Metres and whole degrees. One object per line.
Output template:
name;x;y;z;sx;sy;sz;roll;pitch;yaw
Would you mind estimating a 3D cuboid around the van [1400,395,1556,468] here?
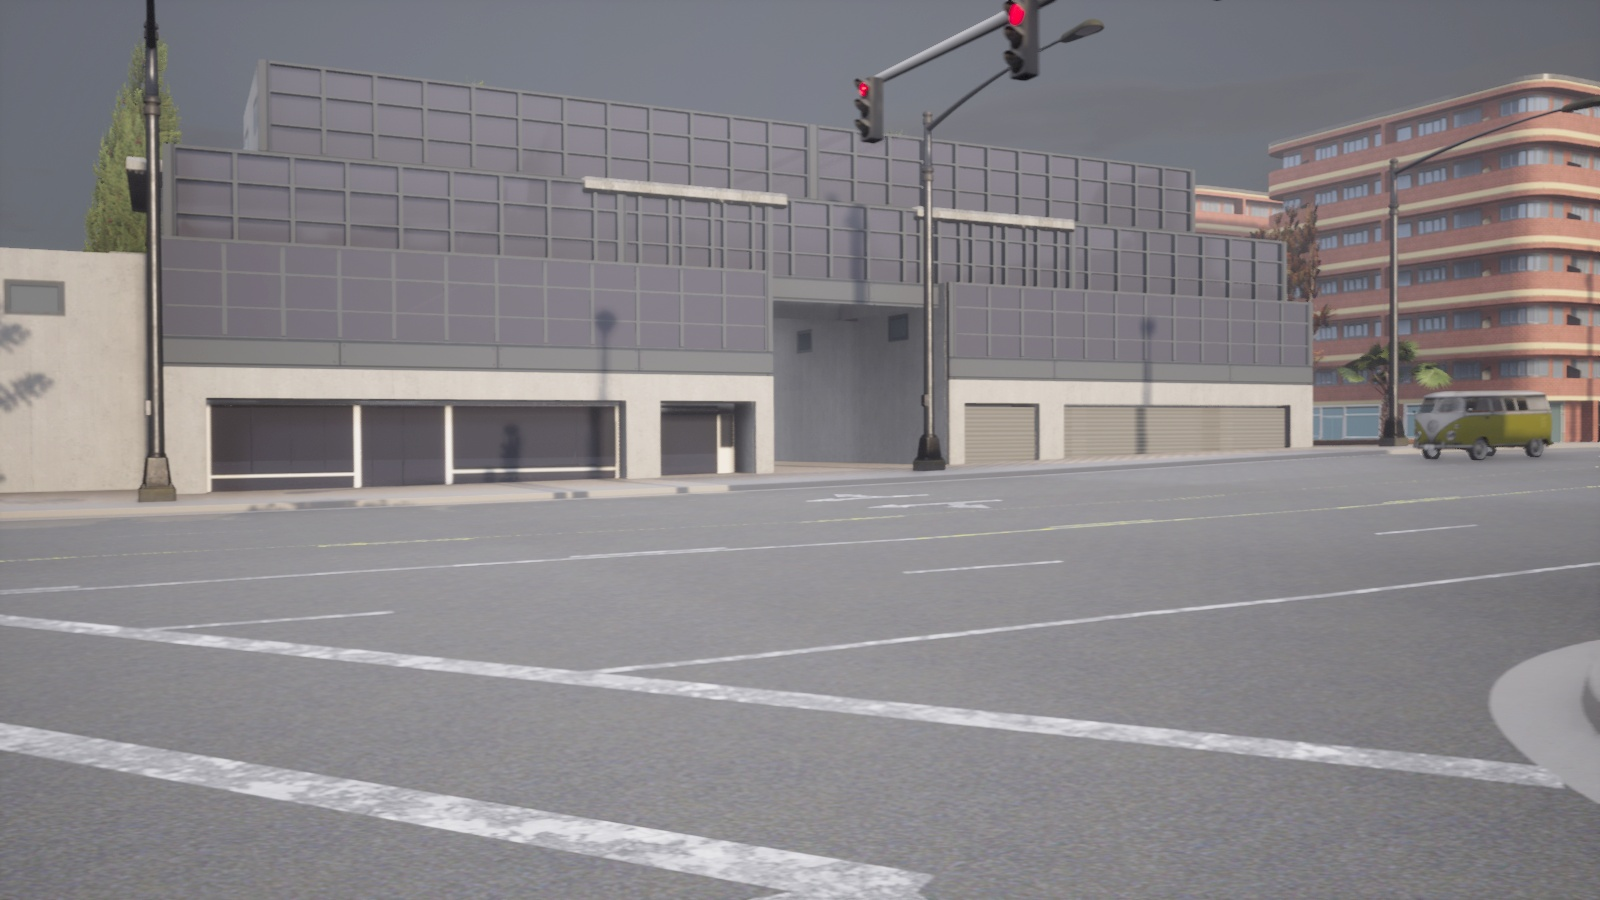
van;19.757;-0.575;36.565;4.442;1.987;1.775;-2;2;-27
